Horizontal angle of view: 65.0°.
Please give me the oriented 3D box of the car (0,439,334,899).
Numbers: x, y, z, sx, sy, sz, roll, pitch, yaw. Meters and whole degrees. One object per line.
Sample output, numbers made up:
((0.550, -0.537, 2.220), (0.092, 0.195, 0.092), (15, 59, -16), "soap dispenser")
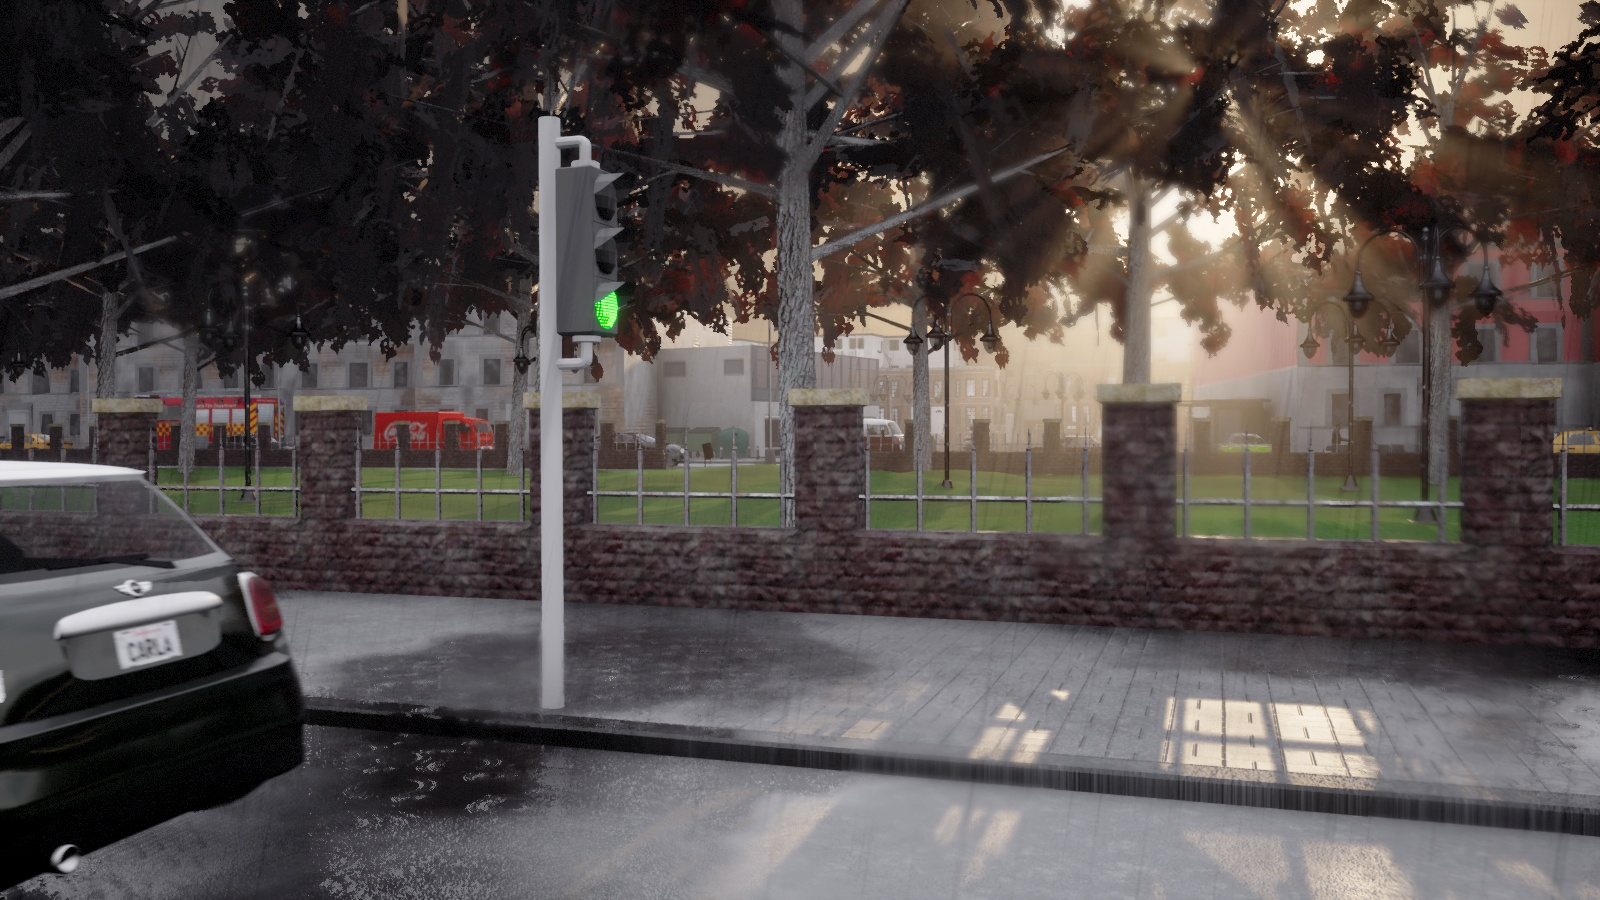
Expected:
((-4.063, 0.699, 4.832), (3.806, 1.475, 1.970), (0, 1, 14), "car")

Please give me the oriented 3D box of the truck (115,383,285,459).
((-31.714, -1.519, 66.345), (8.468, 3.827, 2.891), (1, 1, 19), "truck")

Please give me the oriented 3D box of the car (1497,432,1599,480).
((26.808, 0.186, 42.499), (5.366, 1.575, 1.801), (1, 1, 19), "car")

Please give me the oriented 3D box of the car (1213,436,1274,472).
((17.575, 0.150, 49.812), (2.207, 1.376, 1.481), (1, 1, 19), "car")

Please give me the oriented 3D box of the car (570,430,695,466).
((-7.181, -0.108, 53.921), (4.902, 1.511, 2.128), (1, 1, 19), "car")

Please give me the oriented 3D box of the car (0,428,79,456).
((-43.007, -0.480, 70.145), (5.008, 1.535, 1.882), (1, 1, 19), "car")

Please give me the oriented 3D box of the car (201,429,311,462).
((-26.098, -0.231, 60.263), (4.892, 1.490, 1.837), (1, 1, 19), "car")

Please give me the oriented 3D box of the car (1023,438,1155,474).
((11.014, 0.203, 47.800), (4.718, 1.301, 1.895), (1, 1, 19), "car")

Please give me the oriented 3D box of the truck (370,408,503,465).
((-16.495, -0.635, 57.038), (5.204, 2.467, 2.627), (1, 1, 18), "truck")

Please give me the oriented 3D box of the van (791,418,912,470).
((2.111, -0.255, 50.790), (4.480, 2.038, 2.069), (1, 1, 19), "van")
